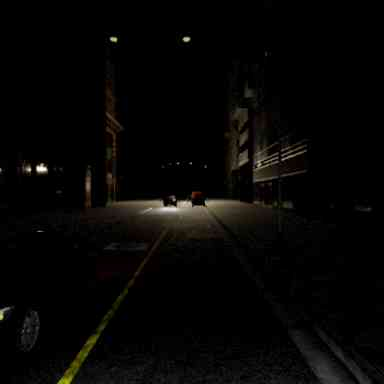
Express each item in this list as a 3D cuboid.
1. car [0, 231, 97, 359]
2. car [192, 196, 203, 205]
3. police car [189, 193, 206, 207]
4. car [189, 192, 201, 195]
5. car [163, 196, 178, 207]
[{"bbox_3d":[-3.097,1.505,6.080,1.812,1.442,4.674,0,0,0],"label":"car"},{"bbox_3d":[0.928,1.381,56.978,1.812,1.442,4.674,0,0,0],"label":"car"},{"bbox_3d":[0.923,1.296,47.087,1.930,1.638,5.238,0,0,0],"label":"police car"},{"bbox_3d":[0.931,1.072,63.008,2.150,2.045,5.566,0,0,0],"label":"car"},{"bbox_3d":[-3.061,1.362,47.284,2.128,1.511,4.902,0,0,0],"label":"car"}]
